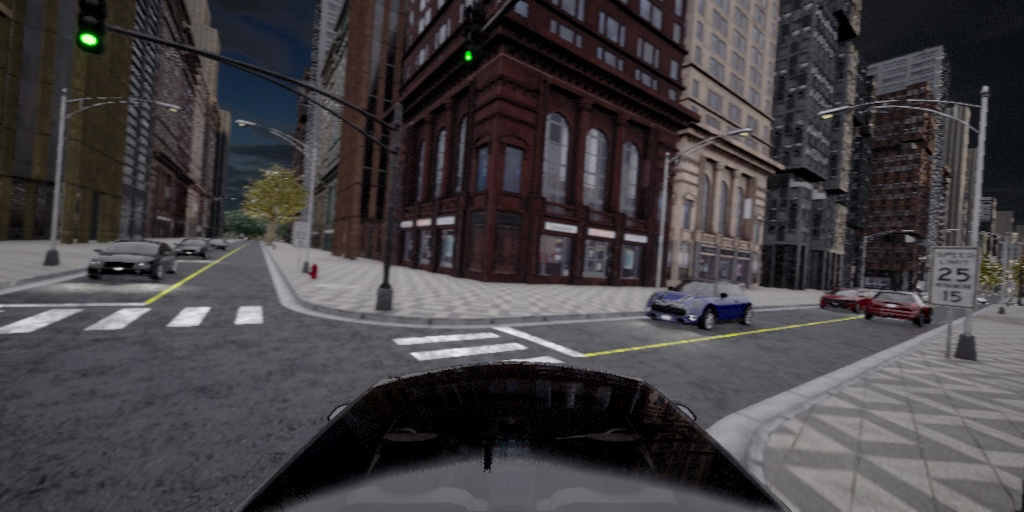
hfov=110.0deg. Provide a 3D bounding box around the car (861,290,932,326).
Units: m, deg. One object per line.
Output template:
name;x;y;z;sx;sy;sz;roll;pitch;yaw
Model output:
car;21.731;2.778;20.107;4.553;1.767;2.097;4;0;-35

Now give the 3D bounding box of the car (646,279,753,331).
car;7.141;1.662;13.545;4.553;1.767;2.097;4;0;-35

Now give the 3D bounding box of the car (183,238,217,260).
car;-24.087;-0.561;27.210;1.837;1.490;4.892;4;0;-35

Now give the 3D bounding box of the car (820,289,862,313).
car;23.310;3.031;25.014;5.008;1.535;1.882;4;0;-35

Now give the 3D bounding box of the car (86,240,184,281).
car;-15.183;0.107;14.600;1.837;1.490;4.892;4;0;-35

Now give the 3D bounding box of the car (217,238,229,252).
car;-34.027;-1.320;41.426;1.882;1.535;5.008;4;0;-35
